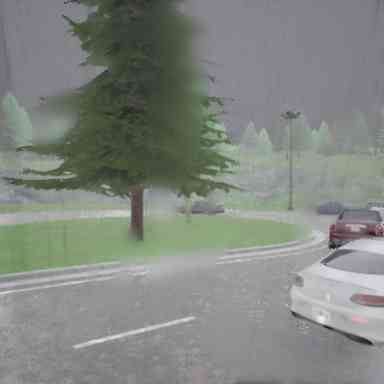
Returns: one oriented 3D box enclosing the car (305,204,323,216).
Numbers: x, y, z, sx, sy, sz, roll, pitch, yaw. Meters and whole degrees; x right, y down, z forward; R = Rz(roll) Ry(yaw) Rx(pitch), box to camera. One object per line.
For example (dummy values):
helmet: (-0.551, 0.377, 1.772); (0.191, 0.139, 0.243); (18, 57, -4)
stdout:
car: (13.519, 1.627, 31.723); (2.033, 1.411, 5.357); (0, 0, -34)

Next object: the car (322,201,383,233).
car: (7.347, 1.392, 13.733); (2.097, 1.767, 4.553); (0, 0, 41)

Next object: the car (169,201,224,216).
car: (0.476, 1.570, 32.479); (5.357, 1.411, 2.033); (0, 0, 7)

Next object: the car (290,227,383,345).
car: (3.741, 1.545, 5.915); (4.674, 1.442, 1.812); (0, 0, -33)
